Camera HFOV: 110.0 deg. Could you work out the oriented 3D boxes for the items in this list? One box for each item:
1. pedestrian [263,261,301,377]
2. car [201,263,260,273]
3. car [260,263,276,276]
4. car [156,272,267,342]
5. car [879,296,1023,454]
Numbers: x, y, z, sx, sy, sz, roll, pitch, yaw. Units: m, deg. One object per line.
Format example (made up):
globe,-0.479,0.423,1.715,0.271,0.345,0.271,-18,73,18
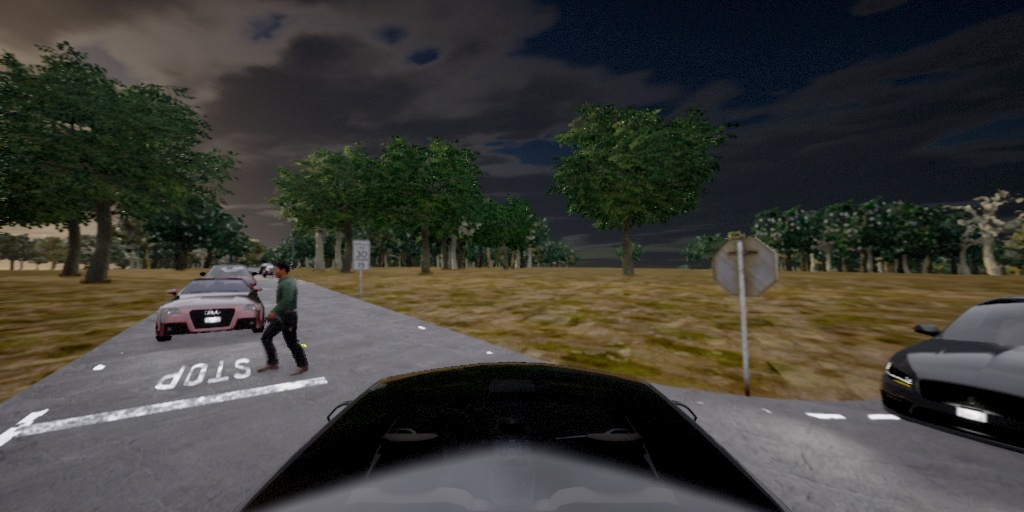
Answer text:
pedestrian,-3.654,0.978,5.753,0.375,1.860,0.375,5,-6,-37
car,-13.892,1.167,17.635,2.097,1.767,4.553,2,-1,-37
car,-26.700,1.653,40.067,1.812,1.442,4.674,1,-1,-37
car,-7.969,1.284,9.724,1.994,1.385,4.181,1,-1,-37
car,6.680,1.241,4.221,4.892,1.490,1.837,-1,-3,-19
